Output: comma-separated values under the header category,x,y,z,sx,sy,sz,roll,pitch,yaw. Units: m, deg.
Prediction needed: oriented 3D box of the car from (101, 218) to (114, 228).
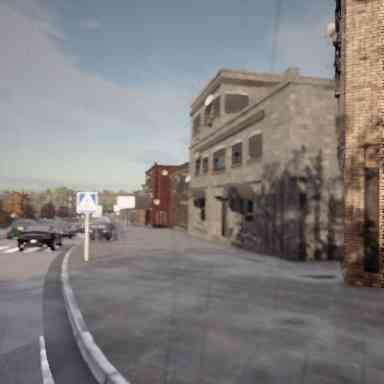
category,x,y,z,sx,sy,sz,roll,pitch,yaw
car,-15.204,5.598,59.931,2.185,1.767,4.553,1,-5,-13

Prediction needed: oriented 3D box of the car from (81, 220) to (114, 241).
category,x,y,z,sx,sy,sz,roll,pitch,yaw
car,-7.773,3.294,27.669,2.002,1.452,4.674,3,-5,-13

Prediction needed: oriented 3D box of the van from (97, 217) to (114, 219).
category,x,y,z,sx,sy,sz,roll,pitch,yaw
van,-10.272,3.855,38.481,1.878,1.987,4.442,1,-5,-13

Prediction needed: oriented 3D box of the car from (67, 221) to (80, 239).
category,x,y,z,sx,sy,sz,roll,pitch,yaw
car,-11.680,3.528,30.222,1.994,1.385,4.181,1,-5,-13

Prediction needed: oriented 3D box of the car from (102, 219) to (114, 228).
category,x,y,z,sx,sy,sz,roll,pitch,yaw
car,-16.443,6.138,65.316,2.231,1.521,4.892,1,-5,-13

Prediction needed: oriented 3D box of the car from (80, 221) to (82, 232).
category,x,y,z,sx,sy,sz,roll,pitch,yaw
car,-13.914,4.273,39.950,1.994,1.385,4.181,1,-5,-13

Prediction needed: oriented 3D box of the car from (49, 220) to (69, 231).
category,x,y,z,sx,sy,sz,roll,pitch,yaw
car,-19.116,4.828,48.039,1.837,1.490,4.892,1,-4,-13

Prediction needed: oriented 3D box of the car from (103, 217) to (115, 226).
category,x,y,z,sx,sy,sz,roll,pitch,yaw
car,-18.892,6.702,75.986,2.435,2.045,5.566,1,-5,-13

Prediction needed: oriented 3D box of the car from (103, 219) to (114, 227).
category,x,y,z,sx,sy,sz,roll,pitch,yaw
car,-17.678,6.548,70.686,2.097,1.535,5.008,1,-5,-13

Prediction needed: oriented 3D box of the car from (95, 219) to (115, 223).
category,x,y,z,sx,sy,sz,roll,pitch,yaw
car,-9.018,3.692,33.008,2.163,1.488,4.792,1,-5,-13

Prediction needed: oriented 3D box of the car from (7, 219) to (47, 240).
category,x,y,z,sx,sy,sz,roll,pitch,yaw
car,-14.925,3.294,30.009,2.097,1.767,4.553,1,-4,-12

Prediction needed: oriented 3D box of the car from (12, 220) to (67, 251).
category,x,y,z,sx,sy,sz,roll,pitch,yaw
car,-9.136,2.679,20.288,1.882,1.535,5.008,1,-5,-14

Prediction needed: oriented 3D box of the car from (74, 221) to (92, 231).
category,x,y,z,sx,sy,sz,roll,pitch,yaw
car,-16.037,4.961,49.146,2.033,1.411,5.357,1,-5,-13

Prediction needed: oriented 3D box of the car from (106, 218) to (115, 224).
category,x,y,z,sx,sy,sz,roll,pitch,yaw
car,-22.609,8.066,92.150,2.185,1.767,4.553,1,-5,-13

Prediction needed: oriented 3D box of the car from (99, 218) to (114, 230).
category,x,y,z,sx,sy,sz,roll,pitch,yaw
car,-13.970,5.187,54.561,2.185,1.767,4.553,1,-5,-13
